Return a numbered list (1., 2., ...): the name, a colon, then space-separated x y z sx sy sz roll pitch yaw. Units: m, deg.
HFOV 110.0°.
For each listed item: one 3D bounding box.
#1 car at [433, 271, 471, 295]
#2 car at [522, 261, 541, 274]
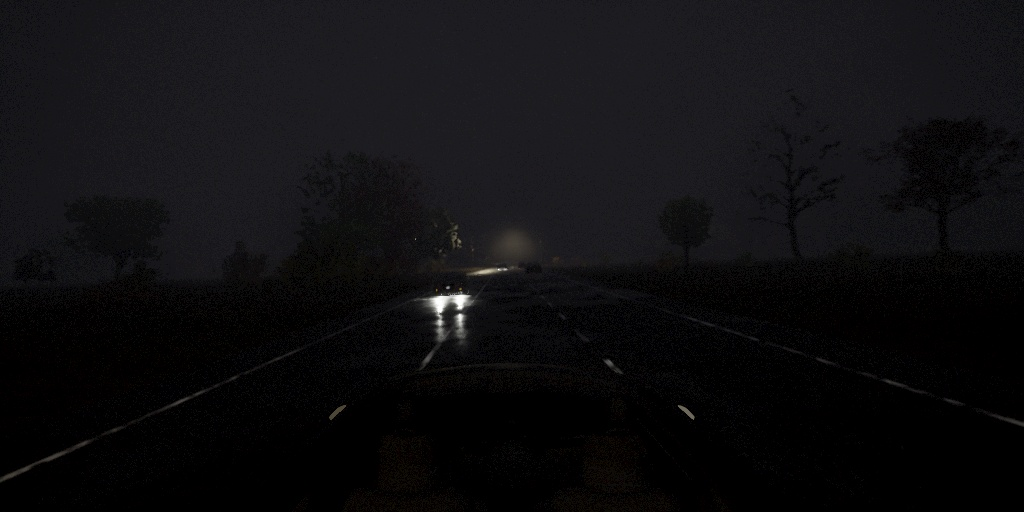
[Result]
1. car: -3.808 1.688 23.203 1.994 1.385 4.181 -3 -1 -1
2. car: 2.747 1.493 47.200 1.882 1.535 5.008 -3 -1 -1
